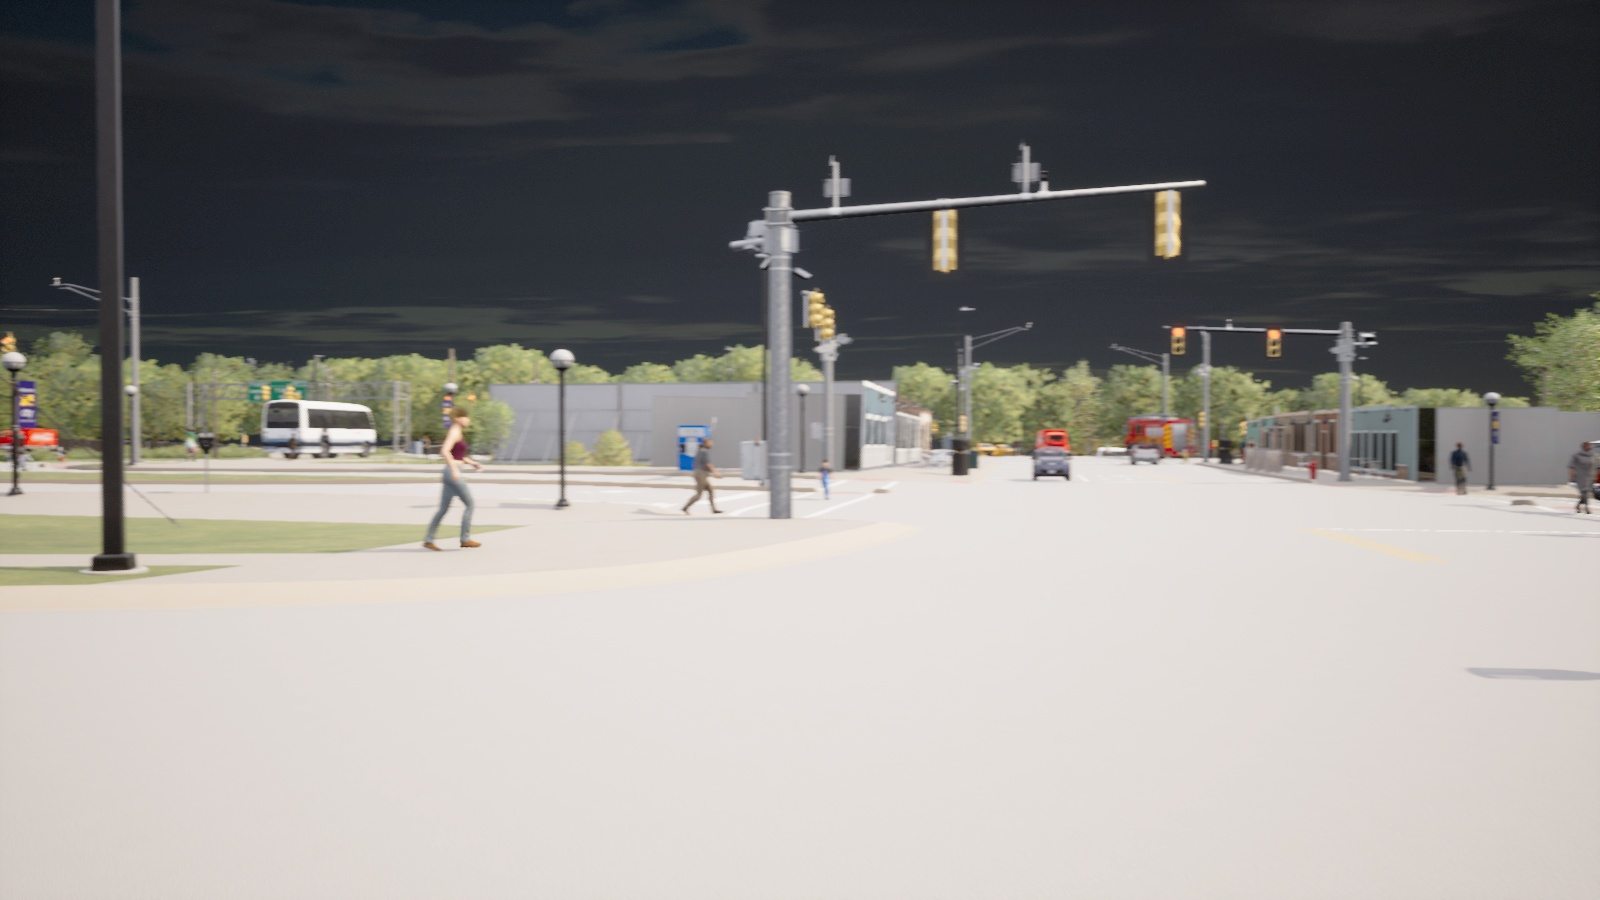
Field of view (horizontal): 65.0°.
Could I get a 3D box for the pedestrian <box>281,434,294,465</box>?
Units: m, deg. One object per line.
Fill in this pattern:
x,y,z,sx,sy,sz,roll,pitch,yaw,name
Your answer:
-32.052,-0.012,78.541,0.395,1.930,0.692,0,1,9,pedestrian

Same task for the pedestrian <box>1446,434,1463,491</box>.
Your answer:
21.405,0.394,41.062,0.370,1.835,0.726,0,1,17,pedestrian

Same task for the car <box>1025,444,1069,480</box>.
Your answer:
10.914,0.513,55.666,1.845,1.501,3.633,0,1,10,car

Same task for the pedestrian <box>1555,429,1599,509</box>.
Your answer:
19.301,0.471,31.200,0.659,1.952,0.873,0,1,11,pedestrian

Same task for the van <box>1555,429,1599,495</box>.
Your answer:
26.734,0.442,39.652,4.480,2.038,2.069,2,0,8,van

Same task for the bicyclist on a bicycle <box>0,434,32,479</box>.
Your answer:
-31.862,0.263,50.512,1.843,1.776,0.659,0,0,19,bicyclist on a bicycle

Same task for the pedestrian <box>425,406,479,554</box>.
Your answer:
-4.417,0.370,15.921,0.594,1.836,0.345,-1,1,-23,pedestrian

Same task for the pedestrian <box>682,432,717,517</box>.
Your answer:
-2.245,0.534,28.004,0.694,1.848,0.540,-1,1,-11,pedestrian

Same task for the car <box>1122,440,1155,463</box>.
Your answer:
23.166,0.082,85.977,1.845,1.501,3.633,0,1,10,car

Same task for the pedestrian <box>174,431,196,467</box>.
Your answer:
-33.955,-0.052,69.351,0.659,1.952,0.873,0,1,12,pedestrian

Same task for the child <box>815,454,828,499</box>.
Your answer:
0.623,0.765,36.184,0.270,1.263,0.437,0,1,12,child
